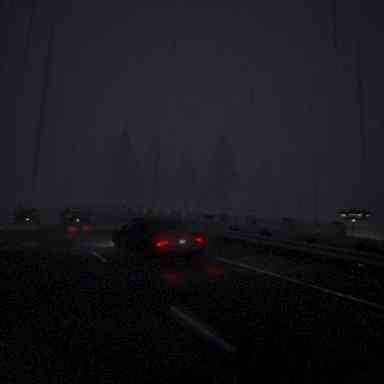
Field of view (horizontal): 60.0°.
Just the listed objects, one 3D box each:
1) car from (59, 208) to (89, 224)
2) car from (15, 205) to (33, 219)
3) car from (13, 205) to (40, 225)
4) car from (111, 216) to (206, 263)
[{"bbox_3d":[-10.269,2.025,28.757,1.895,1.301,4.718,-1,-1,-28],"label":"car"},{"bbox_3d":[-19.710,2.308,38.934,1.812,1.442,4.674,-1,-1,-28],"label":"car"},{"bbox_3d":[-14.597,2.029,29.414,1.837,1.490,4.892,-1,-1,-28],"label":"car"},{"bbox_3d":[-1.486,1.617,12.426,2.033,1.411,5.357,-1,0,-28],"label":"car"}]
